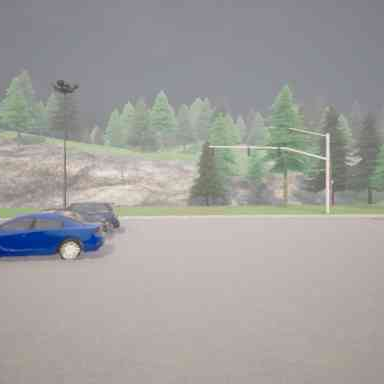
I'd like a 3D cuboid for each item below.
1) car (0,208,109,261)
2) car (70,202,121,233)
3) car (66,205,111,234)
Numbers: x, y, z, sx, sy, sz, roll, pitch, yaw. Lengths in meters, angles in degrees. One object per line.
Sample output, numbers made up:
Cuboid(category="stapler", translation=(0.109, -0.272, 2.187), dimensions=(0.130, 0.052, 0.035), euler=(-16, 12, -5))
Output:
Cuboid(category="car", translation=(-5.550, 1.477, 11.411), dimensions=(5.008, 1.535, 1.882), euler=(0, 0, -12))
Cuboid(category="car", translation=(-6.263, 1.351, 18.390), dimensions=(4.553, 1.767, 2.097), euler=(0, 0, -11))
Cuboid(category="car", translation=(-6.278, 1.492, 14.829), dimensions=(4.902, 1.511, 2.128), euler=(0, 0, -12))
